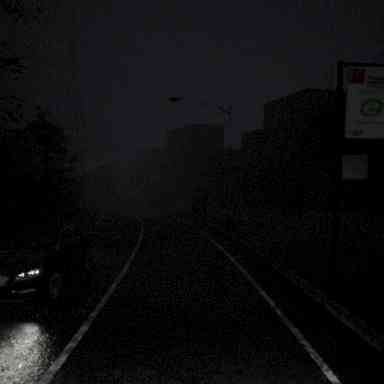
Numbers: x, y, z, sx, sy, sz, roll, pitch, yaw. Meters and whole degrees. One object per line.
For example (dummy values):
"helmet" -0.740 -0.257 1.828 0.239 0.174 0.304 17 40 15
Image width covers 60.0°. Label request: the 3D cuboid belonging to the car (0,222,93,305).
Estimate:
"car" -3.867 1.576 8.451 2.128 1.511 4.902 0 -1 -3
